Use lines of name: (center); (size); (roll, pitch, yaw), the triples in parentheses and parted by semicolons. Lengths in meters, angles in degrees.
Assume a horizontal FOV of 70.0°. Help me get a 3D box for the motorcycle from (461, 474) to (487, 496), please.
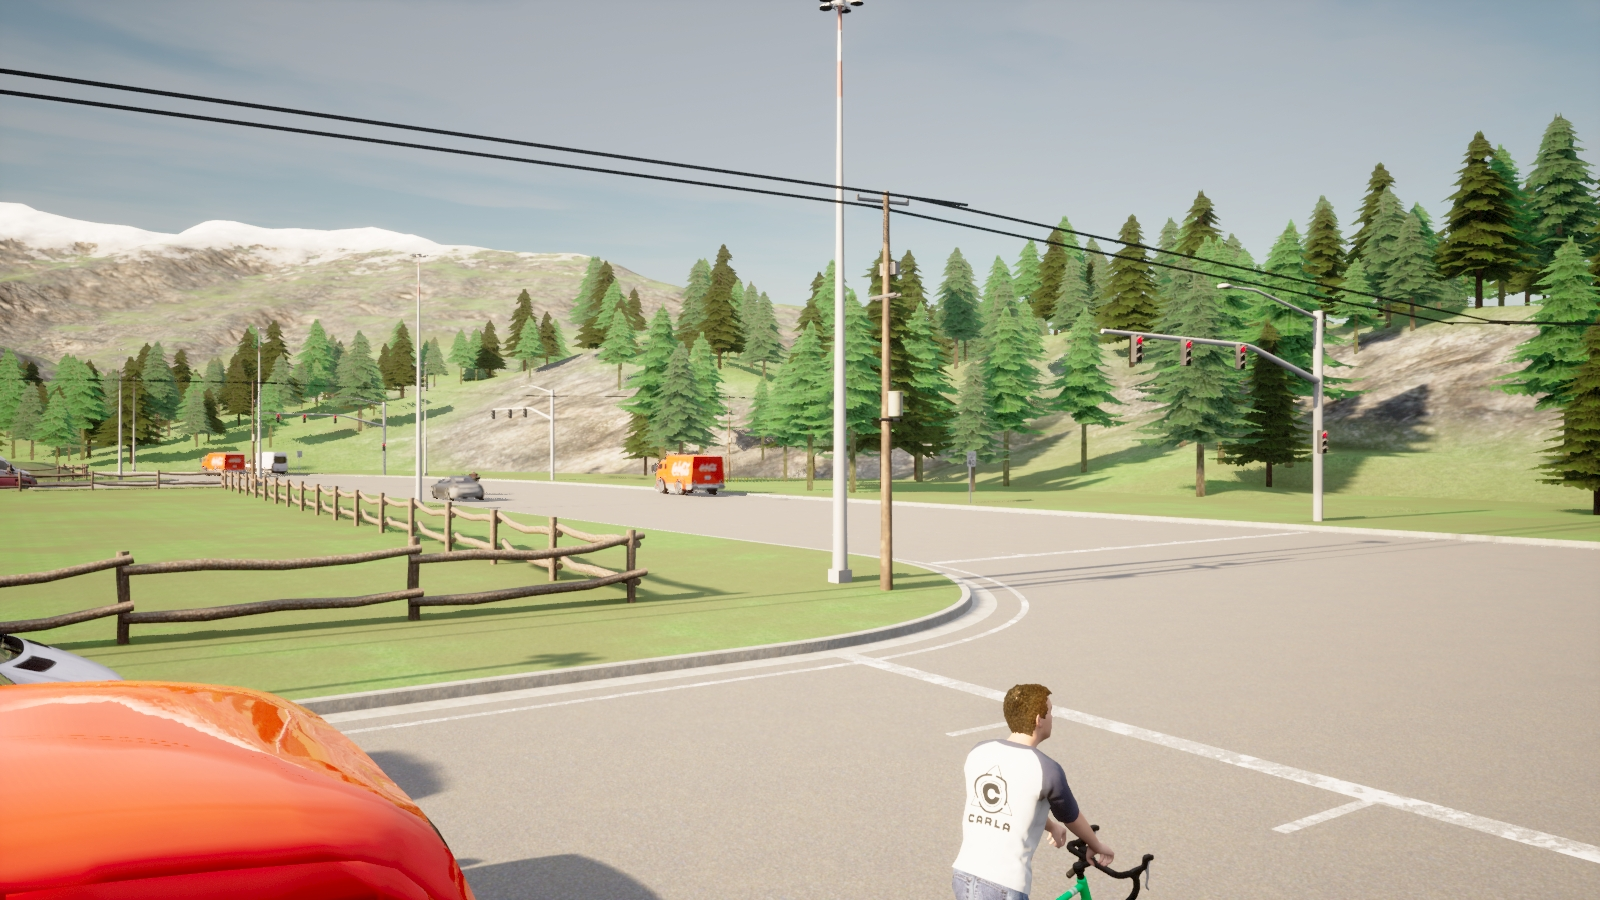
motorcycle: (-20.509, 2.189, 71.825); (0.867, 1.251, 2.209); (0, 0, -35)

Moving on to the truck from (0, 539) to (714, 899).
truck: (-3.049, 1.568, 1.730); (5.204, 2.467, 2.627); (0, 0, -34)

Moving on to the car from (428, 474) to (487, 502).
car: (-19.114, 2.105, 63.652); (1.994, 1.385, 4.181); (0, 0, -35)

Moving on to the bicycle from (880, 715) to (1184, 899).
bicycle: (1.060, 2.053, 4.957); (1.643, 1.496, 0.373); (0, 0, -41)

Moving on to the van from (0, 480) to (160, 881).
van: (-7.465, 1.535, 7.097); (5.915, 2.561, 1.988); (0, 0, -35)

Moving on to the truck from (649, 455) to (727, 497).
truck: (-6.966, 1.545, 70.702); (2.627, 2.467, 5.204); (0, 0, -35)

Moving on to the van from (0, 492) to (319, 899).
van: (-5.215, 1.535, 4.399); (5.915, 2.561, 1.988); (0, 0, -35)
